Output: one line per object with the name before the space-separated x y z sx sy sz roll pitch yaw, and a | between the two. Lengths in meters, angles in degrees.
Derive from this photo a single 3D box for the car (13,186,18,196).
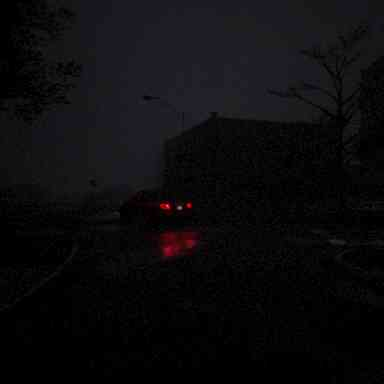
car | -35.216 -0.006 60.891 4.674 1.452 2.002 0 2 -9

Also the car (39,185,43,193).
car | -37.079 -0.448 74.550 5.366 1.575 1.946 0 2 -9

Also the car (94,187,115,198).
car | -14.229 0.322 56.602 4.792 1.488 2.163 0 1 -8

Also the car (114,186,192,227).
car | -2.282 0.878 19.900 2.150 2.045 5.566 0 1 -38

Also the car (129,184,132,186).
car | -17.428 -0.583 78.469 5.566 2.045 2.435 0 2 -9

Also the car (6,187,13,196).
car | -34.815 0.029 58.164 5.008 1.535 2.097 0 1 -9

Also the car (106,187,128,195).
car | -17.044 -0.247 75.726 4.892 1.521 2.231 0 2 -8

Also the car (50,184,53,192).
car | -38.926 -0.896 85.417 4.553 1.767 2.185 0 2 -9

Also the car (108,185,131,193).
car | -18.323 -0.755 84.080 5.566 2.045 2.435 0 2 -8

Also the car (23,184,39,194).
car | -36.879 -0.615 71.785 5.566 2.045 2.435 0 2 -9

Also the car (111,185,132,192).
car | -19.478 -0.995 92.207 5.566 2.045 2.435 0 2 -8

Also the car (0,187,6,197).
car | -34.368 -0.025 55.436 4.553 1.767 2.185 0 1 -9

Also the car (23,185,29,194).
car | -36.043 -0.199 66.345 4.892 1.521 2.231 0 2 -9

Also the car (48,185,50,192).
car | -38.517 -0.816 82.692 4.553 1.767 2.185 0 2 -9

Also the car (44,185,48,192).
car | -38.085 -0.610 79.973 5.008 1.535 2.097 0 2 -9

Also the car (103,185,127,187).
car | -14.968 0.033 61.981 4.553 1.767 2.185 0 1 -9

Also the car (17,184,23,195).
car | -35.595 -0.247 63.617 4.553 1.767 2.185 0 2 -9
